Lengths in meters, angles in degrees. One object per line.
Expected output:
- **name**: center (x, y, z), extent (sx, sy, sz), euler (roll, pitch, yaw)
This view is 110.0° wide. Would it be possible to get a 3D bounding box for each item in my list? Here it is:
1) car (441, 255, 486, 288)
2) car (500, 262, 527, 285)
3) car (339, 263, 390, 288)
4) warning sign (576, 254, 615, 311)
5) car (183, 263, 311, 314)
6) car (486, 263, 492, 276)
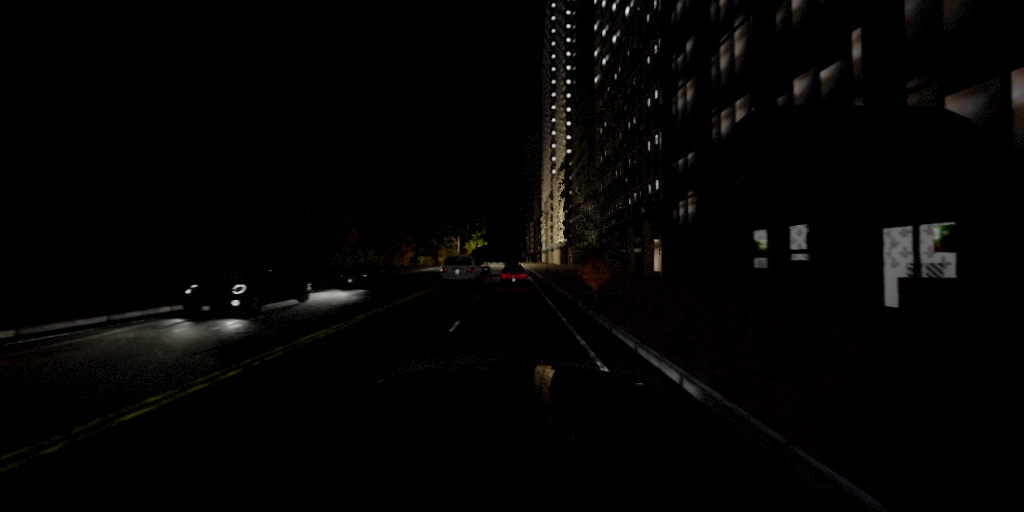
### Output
- **car**: center (-3.247, 0.969, 23.992), extent (2.150, 2.045, 5.566), euler (0, 0, 0)
- **car**: center (0.103, 1.349, 26.376), extent (1.895, 1.301, 4.718), euler (0, 0, 0)
- **car**: center (-9.800, 1.237, 24.161), extent (2.128, 1.511, 4.902), euler (0, 0, 0)
- **warning sign**: center (2.851, 0.856, 12.151), extent (1.300, 1.860, 1.060), euler (0, 0, 0)
- **car**: center (-9.840, 1.092, 13.774), extent (2.097, 1.767, 4.553), euler (0, 0, 0)
- **car**: center (-3.207, 1.369, 38.198), extent (1.895, 1.301, 4.718), euler (0, 0, 1)
